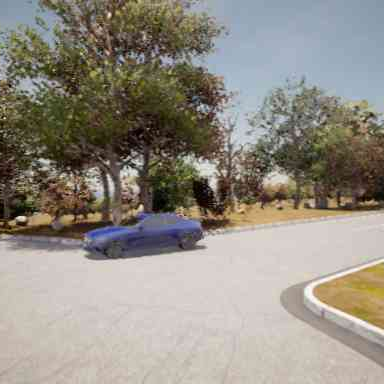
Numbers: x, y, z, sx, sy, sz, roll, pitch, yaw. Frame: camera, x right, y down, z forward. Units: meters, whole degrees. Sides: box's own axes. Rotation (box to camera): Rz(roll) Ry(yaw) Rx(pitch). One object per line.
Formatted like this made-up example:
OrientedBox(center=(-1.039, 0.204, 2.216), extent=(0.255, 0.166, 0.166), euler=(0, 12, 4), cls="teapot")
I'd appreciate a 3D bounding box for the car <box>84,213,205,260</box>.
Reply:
OrientedBox(center=(-1.714, 1.556, 12.766), extent=(4.674, 1.442, 1.812), euler=(-1, 0, -30), cls="car")
